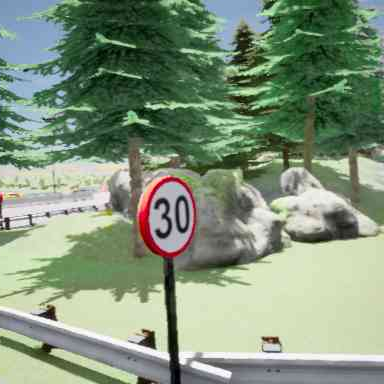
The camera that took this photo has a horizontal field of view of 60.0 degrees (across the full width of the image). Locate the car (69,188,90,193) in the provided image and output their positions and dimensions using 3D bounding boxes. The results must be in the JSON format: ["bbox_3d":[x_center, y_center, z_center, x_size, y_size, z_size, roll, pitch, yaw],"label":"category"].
[{"bbox_3d":[-23.346,0.014,69.096,2.128,1.511,4.902,-2,3,31],"label":"car"}]

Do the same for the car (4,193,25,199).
[{"bbox_3d":[-30.957,0.961,56.549,1.882,1.535,5.008,-2,3,32],"label":"car"}]
